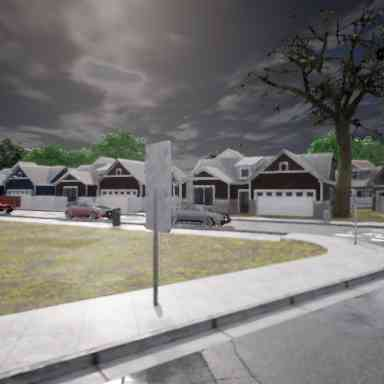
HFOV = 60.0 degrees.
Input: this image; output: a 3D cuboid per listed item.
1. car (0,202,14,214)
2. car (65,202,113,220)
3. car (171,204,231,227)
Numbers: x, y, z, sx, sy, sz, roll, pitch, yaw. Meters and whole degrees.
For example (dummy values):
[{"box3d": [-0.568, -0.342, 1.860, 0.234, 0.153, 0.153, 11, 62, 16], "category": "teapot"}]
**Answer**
[{"box3d": [-19.315, 1.433, 31.961, 4.718, 1.301, 1.895, 0, 0, 28], "category": "car"}, {"box3d": [-7.867, 1.442, 25.886, 4.181, 1.385, 1.994, 0, 0, 29], "category": "car"}, {"box3d": [0.374, 1.477, 21.246, 4.181, 1.385, 1.994, 0, 0, 30], "category": "car"}]
